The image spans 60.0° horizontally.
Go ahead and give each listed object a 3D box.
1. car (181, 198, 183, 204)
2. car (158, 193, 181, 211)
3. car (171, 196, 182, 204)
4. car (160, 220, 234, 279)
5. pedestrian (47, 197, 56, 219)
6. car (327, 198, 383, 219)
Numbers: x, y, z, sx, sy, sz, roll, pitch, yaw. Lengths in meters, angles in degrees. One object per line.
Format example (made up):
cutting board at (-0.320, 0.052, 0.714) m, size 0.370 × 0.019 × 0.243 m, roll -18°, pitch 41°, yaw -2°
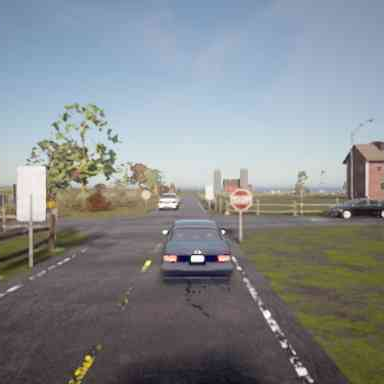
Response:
car at (-2.842, 1.278, 50.557) m, size 2.097 × 1.767 × 4.553 m, roll 0°, pitch 0°, yaw 0°
car at (-2.842, 1.162, 40.854) m, size 2.150 × 2.045 × 5.566 m, roll 0°, pitch 0°, yaw 0°
car at (-2.799, 1.437, 60.479) m, size 1.812 × 1.442 × 4.674 m, roll 0°, pitch 0°, yaw 1°
car at (0.072, 1.532, 9.929) m, size 2.033 × 1.411 × 5.357 m, roll 0°, pitch 0°, yaw -1°
pedestrian at (-12.167, 1.371, 28.749) m, size 0.375 × 1.860 × 0.375 m, roll 0°, pitch 1°, yaw 0°
car at (12.955, 1.250, 25.537) m, size 4.892 × 1.490 × 1.837 m, roll -1°, pitch 1°, yaw 0°
